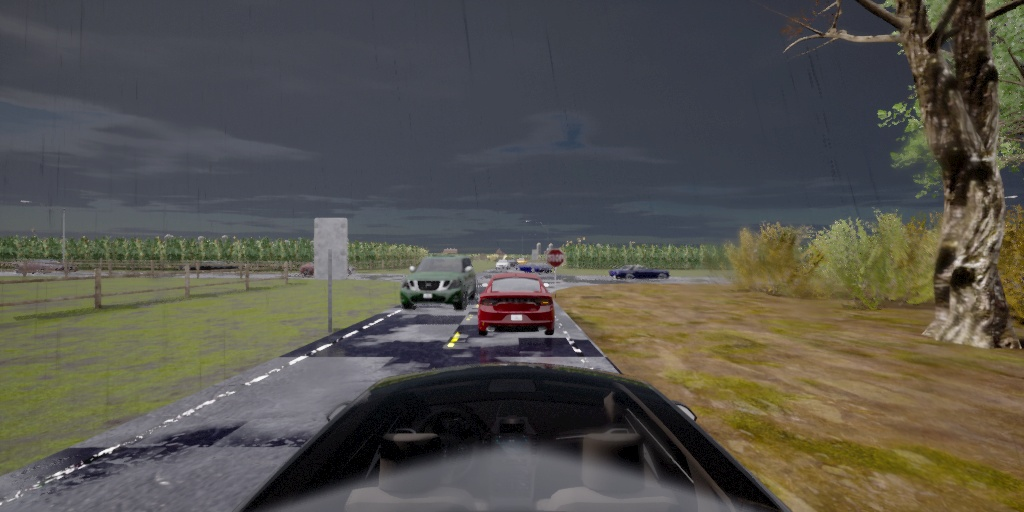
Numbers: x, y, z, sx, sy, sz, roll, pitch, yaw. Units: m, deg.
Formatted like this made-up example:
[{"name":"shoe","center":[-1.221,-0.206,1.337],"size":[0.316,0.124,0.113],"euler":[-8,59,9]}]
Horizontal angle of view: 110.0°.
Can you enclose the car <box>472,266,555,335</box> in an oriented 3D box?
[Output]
[{"name":"car","center":[0.105,1.228,10.499],"size":[1.882,1.535,5.008],"euler":[0,0,0]}]

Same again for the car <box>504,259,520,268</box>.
[{"name":"car","center":[0.002,1.330,63.592],"size":[2.033,1.411,5.357],"euler":[0,0,9]}]

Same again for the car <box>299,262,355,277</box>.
[{"name":"car","center":[-16.555,1.170,32.195],"size":[4.674,1.442,1.812],"euler":[0,0,3]}]

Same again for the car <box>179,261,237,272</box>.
[{"name":"car","center":[-31.037,1.151,36.545],"size":[4.718,1.301,1.895],"euler":[0,0,2]}]

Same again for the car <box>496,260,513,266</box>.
[{"name":"car","center":[-1.317,1.298,53.997],"size":[1.812,1.442,4.674],"euler":[0,0,6]}]

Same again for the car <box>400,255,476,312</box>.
[{"name":"car","center":[-2.742,0.973,14.685],"size":[2.150,2.045,5.566],"euler":[0,0,1]}]

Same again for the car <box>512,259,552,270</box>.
[{"name":"car","center":[2.387,1.369,40.545],"size":[1.895,1.301,4.718],"euler":[0,0,-32]}]

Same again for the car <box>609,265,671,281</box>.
[{"name":"car","center":[10.733,1.427,30.081],"size":[4.718,1.301,1.895],"euler":[0,0,-10]}]

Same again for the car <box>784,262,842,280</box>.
[{"name":"car","center":[27.104,1.288,32.560],"size":[4.553,1.767,2.097],"euler":[0,0,6]}]

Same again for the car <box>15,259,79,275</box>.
[{"name":"car","center":[-43.299,1.013,33.452],"size":[4.181,1.385,1.994],"euler":[0,0,3]}]

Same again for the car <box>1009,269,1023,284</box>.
[{"name":"car","center":[40.979,1.534,27.311],"size":[4.674,1.442,1.812],"euler":[0,0,7]}]
